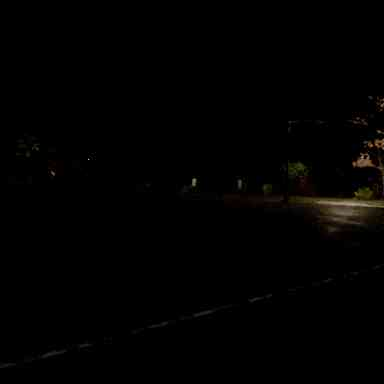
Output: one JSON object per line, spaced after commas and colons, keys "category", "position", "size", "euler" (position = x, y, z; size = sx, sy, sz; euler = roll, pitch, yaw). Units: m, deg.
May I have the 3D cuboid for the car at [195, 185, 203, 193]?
{"category": "car", "position": [0.465, -0.765, 72.663], "size": [2.097, 1.767, 4.553], "euler": [0, 2, -36]}

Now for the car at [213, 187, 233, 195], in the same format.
{"category": "car", "position": [6.023, -0.191, 64.890], "size": [1.812, 1.442, 4.674], "euler": [0, 2, -36]}
